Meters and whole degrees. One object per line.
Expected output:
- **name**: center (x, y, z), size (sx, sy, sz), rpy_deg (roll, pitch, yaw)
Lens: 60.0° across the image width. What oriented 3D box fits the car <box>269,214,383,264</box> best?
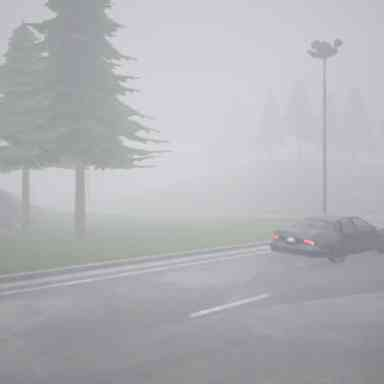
- **car**: center (5.089, 1.507, 11.697), size (5.357, 1.411, 2.033), rpy_deg (0, 0, -35)
